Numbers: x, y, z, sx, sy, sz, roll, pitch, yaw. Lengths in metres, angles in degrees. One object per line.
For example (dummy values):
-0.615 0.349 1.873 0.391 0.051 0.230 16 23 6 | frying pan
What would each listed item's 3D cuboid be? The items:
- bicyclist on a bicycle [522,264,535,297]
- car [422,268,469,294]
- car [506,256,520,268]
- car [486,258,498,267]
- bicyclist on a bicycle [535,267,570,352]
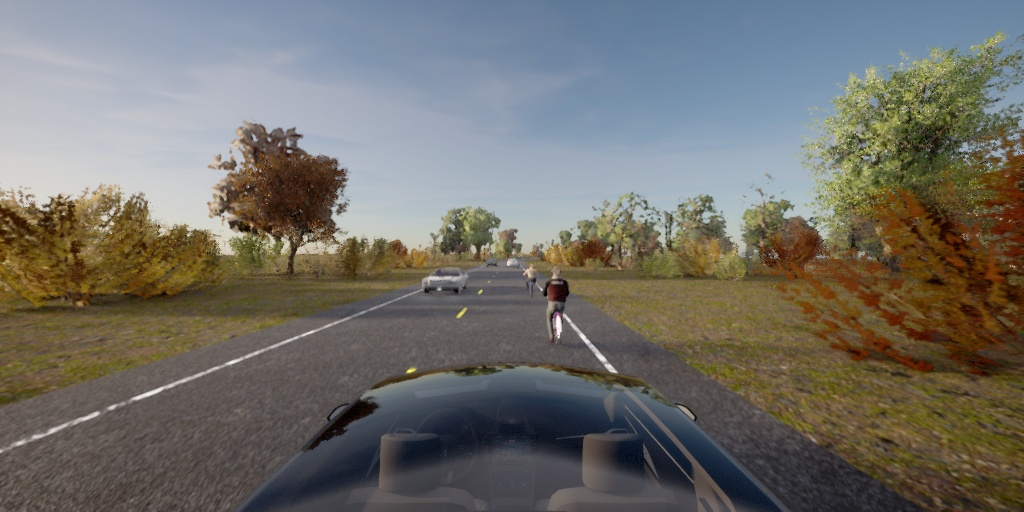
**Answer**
0.938 1.176 17.754 0.866 1.612 1.509 0 0 0 | bicyclist on a bicycle
-3.601 1.338 20.015 1.895 1.301 4.718 0 0 0 | car
0.104 1.195 60.286 1.812 1.442 4.674 0 0 0 | car
-3.549 1.164 62.997 1.837 1.490 4.892 0 1 1 | car
0.964 1.117 8.005 0.659 1.776 1.843 0 0 0 | bicyclist on a bicycle
